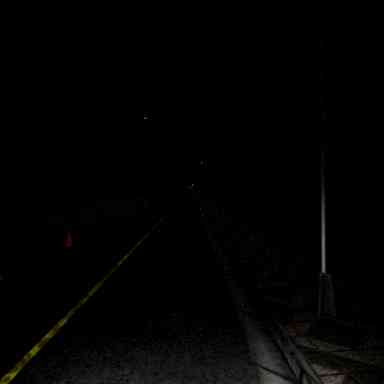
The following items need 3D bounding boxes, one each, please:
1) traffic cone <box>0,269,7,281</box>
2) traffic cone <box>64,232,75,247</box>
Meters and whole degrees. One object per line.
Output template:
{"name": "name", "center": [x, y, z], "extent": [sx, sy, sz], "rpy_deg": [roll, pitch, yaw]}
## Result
{"name": "traffic cone", "center": [-4.917, 1.917, 8.369], "extent": [0.340, 0.580, 0.340], "rpy_deg": [0, 0, 0]}
{"name": "traffic cone", "center": [-4.928, 1.886, 13.370], "extent": [0.340, 0.580, 0.340], "rpy_deg": [0, 0, 0]}
